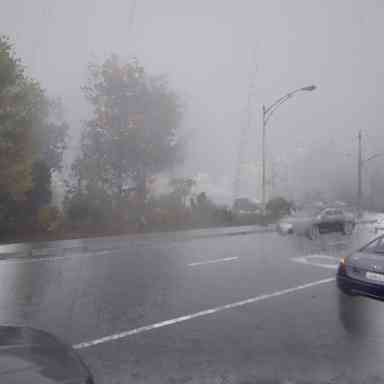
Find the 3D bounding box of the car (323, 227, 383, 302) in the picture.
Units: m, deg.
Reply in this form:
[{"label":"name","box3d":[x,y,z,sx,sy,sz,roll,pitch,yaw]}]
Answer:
[{"label":"car","box3d":[5.129,1.574,7.412,4.181,1.385,1.994,0,0,-34]}]

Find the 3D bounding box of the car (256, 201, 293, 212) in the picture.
[{"label":"car","box3d":[11.602,2.079,47.230,2.128,1.511,4.902,0,-3,-32]}]

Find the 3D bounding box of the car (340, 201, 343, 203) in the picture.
[{"label":"car","box3d":[16.739,1.741,39.058,2.128,1.511,4.902,0,-2,-34]}]

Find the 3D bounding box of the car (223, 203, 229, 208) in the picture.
[{"label":"car","box3d":[5.835,2.626,56.396,2.128,1.511,4.902,0,-3,-32]}]

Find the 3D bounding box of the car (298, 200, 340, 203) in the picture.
[{"label":"car","box3d":[13.559,1.741,37.556,2.128,1.511,4.902,0,-2,-32]}]

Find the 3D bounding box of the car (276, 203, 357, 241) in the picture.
[{"label":"car","box3d":[6.387,1.520,17.029,4.902,1.511,2.128,0,0,-34]}]

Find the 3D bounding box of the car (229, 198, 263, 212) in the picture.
[{"label":"car","box3d":[8.069,1.849,46.269,2.150,2.045,5.566,0,-3,-32]}]

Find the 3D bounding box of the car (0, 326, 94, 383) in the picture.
[{"label":"car","box3d":[-2.950,1.506,1.640,4.892,1.490,1.837,0,0,-36]}]

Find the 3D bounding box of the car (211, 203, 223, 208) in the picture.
[{"label":"car","box3d":[2.477,2.513,55.162,2.097,1.767,4.553,0,-3,-32]}]
